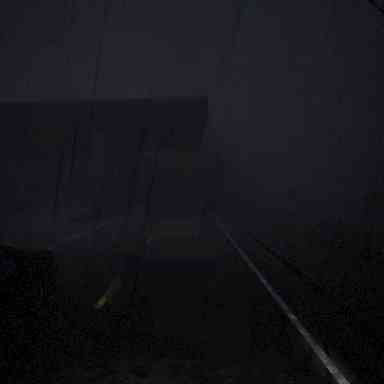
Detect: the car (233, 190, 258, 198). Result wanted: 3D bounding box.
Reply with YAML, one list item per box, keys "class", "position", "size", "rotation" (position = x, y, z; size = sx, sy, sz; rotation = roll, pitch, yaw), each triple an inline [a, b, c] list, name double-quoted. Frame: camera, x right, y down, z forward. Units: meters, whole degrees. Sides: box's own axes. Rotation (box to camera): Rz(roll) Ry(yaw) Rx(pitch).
- class: "car"
  position: [9.852, 0.439, 61.637]
  size: [4.674, 1.442, 1.812]
  rotation: [0, 1, 0]

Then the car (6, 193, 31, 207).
- class: "car"
  position: [-20.915, 0.985, 39.202]
  size: [2.242, 1.667, 4.611]
  rotation: [0, 1, -1]

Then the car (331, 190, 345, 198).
- class: "car"
  position: [25.764, 0.371, 61.760]
  size: [4.892, 1.490, 1.837]
  rotation: [0, 1, 0]

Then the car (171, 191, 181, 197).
- class: "car"
  position: [-3.885, 0.451, 79.030]
  size: [1.994, 1.385, 4.181]
  rotation: [0, 1, 0]

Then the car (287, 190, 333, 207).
- class: "car"
  position: [12.514, 0.823, 35.691]
  size: [3.806, 1.475, 1.970]
  rotation: [0, 1, -1]

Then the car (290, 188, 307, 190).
- class: "car"
  position: [13.088, 0.491, 39.018]
  size: [3.866, 1.878, 1.905]
  rotation: [0, 1, -1]

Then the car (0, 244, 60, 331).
- class: "car"
  position: [-3.616, 1.492, 4.513]
  size: [2.033, 1.411, 5.357]
  rotation: [0, 1, 0]

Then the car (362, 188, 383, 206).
- class: "car"
  position: [20.991, 0.535, 35.818]
  size: [4.605, 1.855, 1.932]
  rotation: [0, 1, -1]

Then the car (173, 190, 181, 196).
- class: "car"
  position: [-3.933, 0.313, 88.866]
  size: [1.994, 1.385, 4.181]
  rotation: [0, 1, 0]
